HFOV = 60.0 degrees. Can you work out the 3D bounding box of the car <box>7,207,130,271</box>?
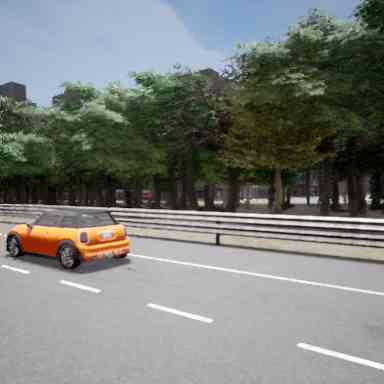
[{"bbox_3d":[-4.271,1.354,11.223,4.553,1.767,2.097,0,0,36],"label":"car"}]
